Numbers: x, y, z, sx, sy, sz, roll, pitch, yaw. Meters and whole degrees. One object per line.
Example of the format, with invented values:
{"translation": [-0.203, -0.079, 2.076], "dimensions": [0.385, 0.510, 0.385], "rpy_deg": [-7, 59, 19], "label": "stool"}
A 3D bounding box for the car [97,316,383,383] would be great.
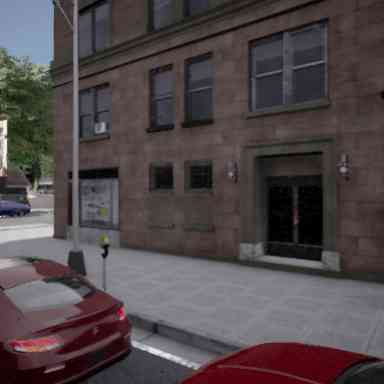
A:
{"translation": [1.811, 1.542, 1.517], "dimensions": [4.507, 1.381, 1.887], "rpy_deg": [0, 0, 36], "label": "car"}

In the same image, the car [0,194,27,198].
{"translation": [-18.417, 1.231, 31.713], "dimensions": [2.150, 2.045, 5.566], "rpy_deg": [0, 0, 36], "label": "car"}

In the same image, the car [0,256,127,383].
{"translation": [-2.679, 1.598, 4.723], "dimensions": [4.206, 1.307, 1.802], "rpy_deg": [0, 0, 36], "label": "car"}

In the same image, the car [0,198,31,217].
{"translation": [-16.472, 1.531, 28.847], "dimensions": [1.812, 1.442, 4.674], "rpy_deg": [0, 0, 34], "label": "car"}
